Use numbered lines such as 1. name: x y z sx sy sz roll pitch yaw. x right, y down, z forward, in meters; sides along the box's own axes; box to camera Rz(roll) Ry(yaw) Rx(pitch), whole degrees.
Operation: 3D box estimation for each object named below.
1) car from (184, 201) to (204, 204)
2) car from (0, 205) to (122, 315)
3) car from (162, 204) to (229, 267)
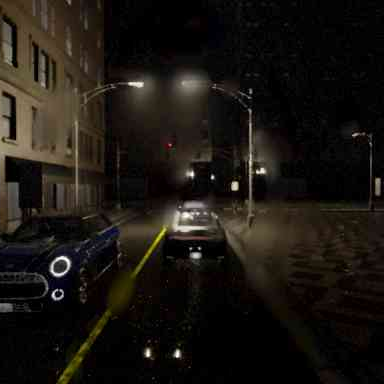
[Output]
1. car: 0.131 1.281 22.325 2.033 1.411 5.357 0 1 -1
2. car: -3.056 1.258 7.657 2.097 1.767 4.553 0 1 0
3. car: 0.105 1.362 10.837 2.128 1.511 4.902 0 1 0
